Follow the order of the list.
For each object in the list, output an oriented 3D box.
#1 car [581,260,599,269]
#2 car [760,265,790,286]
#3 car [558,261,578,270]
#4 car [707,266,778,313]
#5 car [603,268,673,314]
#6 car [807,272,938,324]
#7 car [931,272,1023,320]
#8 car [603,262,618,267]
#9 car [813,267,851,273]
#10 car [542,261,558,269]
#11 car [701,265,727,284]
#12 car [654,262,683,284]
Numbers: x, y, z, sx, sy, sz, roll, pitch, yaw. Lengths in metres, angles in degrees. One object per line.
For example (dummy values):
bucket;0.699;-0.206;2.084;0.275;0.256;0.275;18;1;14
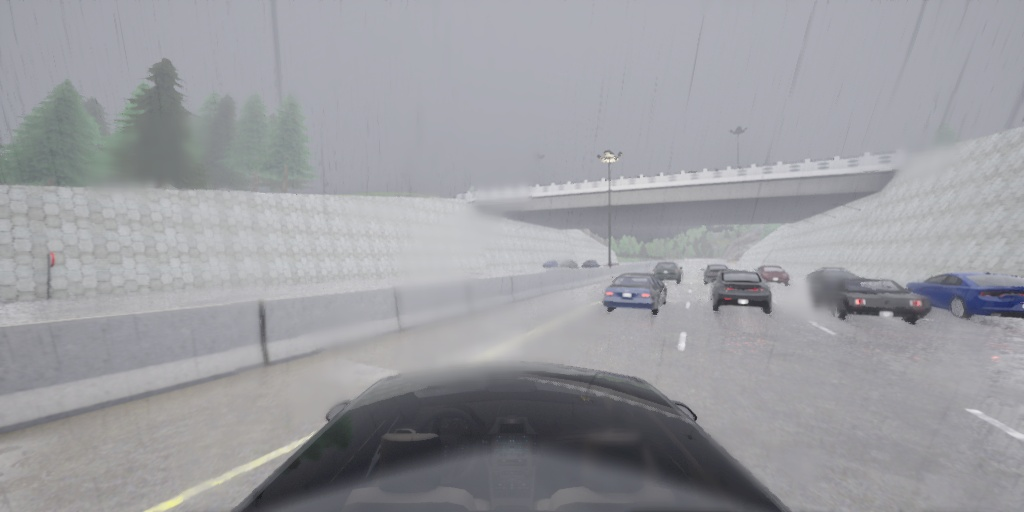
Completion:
car;13.496;1.430;61.841;2.097;1.767;4.553;0;0;28
car;19.384;1.425;26.952;1.812;1.442;4.674;0;0;27
car;10.296;1.587;63.261;1.837;1.490;4.892;0;0;28
car;9.153;1.332;14.601;1.837;1.490;4.892;0;0;28
car;5.014;1.368;14.242;2.033;1.411;5.357;0;0;28
car;11.977;1.418;12.448;1.895;1.301;4.718;0;0;28
car;15.912;1.298;12.430;1.882;1.535;5.008;0;0;27
car;16.623;1.674;60.273;1.895;1.301;4.718;0;0;28
car;22.328;1.458;25.029;1.994;1.385;4.181;0;0;27
car;7.090;1.565;64.671;1.882;1.535;5.008;0;0;28
car;15.964;1.408;27.960;1.837;1.490;4.892;0;0;28
car;12.795;1.259;29.453;2.097;1.767;4.553;0;0;27
